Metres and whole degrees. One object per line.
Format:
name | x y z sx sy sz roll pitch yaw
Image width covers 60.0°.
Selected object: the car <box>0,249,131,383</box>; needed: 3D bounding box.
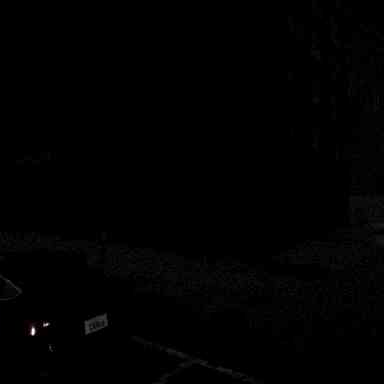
car | -2.804 1.566 5.065 4.313 1.339 1.947 0 0 35
